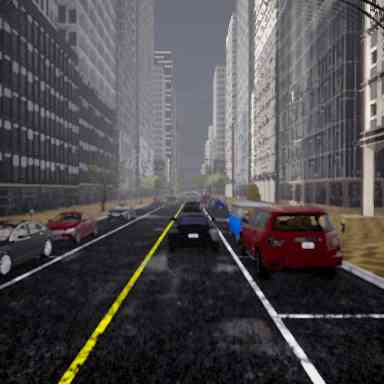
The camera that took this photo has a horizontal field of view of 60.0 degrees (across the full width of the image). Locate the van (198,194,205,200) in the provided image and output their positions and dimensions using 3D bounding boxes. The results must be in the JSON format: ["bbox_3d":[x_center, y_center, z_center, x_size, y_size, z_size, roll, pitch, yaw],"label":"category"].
[{"bbox_3d":[2.661,1.343,95.318,1.690,1.788,3.998,-1,0,0],"label":"van"}]

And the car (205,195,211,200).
[{"bbox_3d":[3.136,1.508,45.947,1.837,1.490,4.892,0,0,0],"label":"car"}]

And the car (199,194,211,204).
[{"bbox_3d":[2.667,1.320,66.901,2.192,1.841,5.009,-1,0,0],"label":"car"}]

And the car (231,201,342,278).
[{"bbox_3d":[2.678,1.317,10.064,2.192,1.841,5.009,-1,0,0],"label":"car"}]

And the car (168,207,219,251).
[{"bbox_3d":[0.067,1.565,14.085,1.994,1.385,4.181,0,0,0],"label":"car"}]

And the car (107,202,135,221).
[{"bbox_3d":[-5.704,1.553,27.113,2.008,1.369,4.403,-1,0,0],"label":"car"}]

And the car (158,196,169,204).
[{"bbox_3d":[-5.711,1.529,66.729,1.752,1.417,4.829,-1,0,0],"label":"car"}]

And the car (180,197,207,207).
[{"bbox_3d":[0.064,1.510,29.148,1.837,1.490,4.892,0,0,0],"label":"car"}]

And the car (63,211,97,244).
[{"bbox_3d":[-5.701,1.583,15.746,1.802,1.307,4.206,-1,0,0],"label":"car"}]

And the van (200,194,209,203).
[{"bbox_3d":[2.666,1.346,72.584,1.690,1.788,3.998,-1,0,0],"label":"van"}]

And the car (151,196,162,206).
[{"bbox_3d":[-5.710,1.444,55.531,1.967,1.590,4.097,-1,0,0],"label":"car"}]

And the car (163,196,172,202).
[{"bbox_3d":[-5.714,1.569,78.266,1.947,1.339,4.313,-1,0,0],"label":"car"}]

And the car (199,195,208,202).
[{"bbox_3d":[2.666,1.445,78.268,1.967,1.590,4.097,-1,0,0],"label":"car"}]

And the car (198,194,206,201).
[{"bbox_3d":[2.663,1.443,89.635,1.967,1.590,4.097,-1,0,0],"label":"car"}]

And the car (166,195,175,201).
[{"bbox_3d":[-5.716,1.553,89.633,2.008,1.369,4.403,-1,0,0],"label":"car"}]

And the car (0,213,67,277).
[{"bbox_3d":[-5.701,1.552,10.062,2.008,1.369,4.403,-1,0,0],"label":"car"}]

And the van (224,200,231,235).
[{"bbox_3d":[2.678,1.343,15.747,1.690,1.788,3.998,-1,0,0],"label":"van"}]

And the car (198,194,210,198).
[{"bbox_3d":[2.668,1.320,61.217,2.192,1.841,5.009,-1,0,0],"label":"car"}]

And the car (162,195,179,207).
[{"bbox_3d":[-3.084,1.356,52.077,2.097,1.767,4.553,0,0,0],"label":"car"}]

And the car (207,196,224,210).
[{"bbox_3d":[3.141,1.530,38.947,1.812,1.442,4.674,0,0,0],"label":"car"}]
